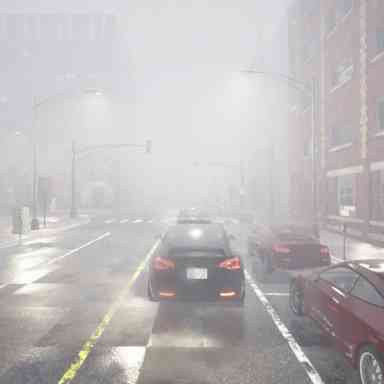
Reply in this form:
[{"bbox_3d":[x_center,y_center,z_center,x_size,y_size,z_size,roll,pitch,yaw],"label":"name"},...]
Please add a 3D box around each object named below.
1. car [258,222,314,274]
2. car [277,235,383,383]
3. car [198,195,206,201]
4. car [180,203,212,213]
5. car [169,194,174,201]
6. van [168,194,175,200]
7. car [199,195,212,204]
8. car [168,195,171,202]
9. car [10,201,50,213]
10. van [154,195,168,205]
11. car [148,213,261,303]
[{"bbox_3d":[2.827,1.585,10.253,1.802,1.307,4.206,1,0,0],"label":"car"},{"bbox_3d":[2.663,1.583,4.597,1.802,1.307,4.206,1,0,0],"label":"car"},{"bbox_3d":[2.612,1.597,87.768,1.947,1.339,4.313,1,0,0],"label":"car"},{"bbox_3d":[0.083,1.552,17.570,2.033,1.411,5.357,0,0,-1],"label":"car"},{"bbox_3d":[-5.757,1.607,76.494,1.802,1.307,4.206,1,0,0],"label":"car"},{"bbox_3d":[-5.771,1.376,93.451,1.690,1.788,3.998,1,0,0],"label":"van"},{"bbox_3d":[2.641,1.544,59.677,1.752,1.417,4.829,1,0,0],"label":"car"},{"bbox_3d":[-5.746,1.603,65.189,1.802,1.307,4.206,1,0,0],"label":"car"},{"bbox_3d":[-18.750,1.730,38.614,4.313,1.339,1.947,0,-1,0],"label":"car"},{"bbox_3d":[-5.736,1.359,59.537,1.690,1.788,3.998,1,0,0],"label":"van"},{"bbox_3d":[0.092,1.506,8.298,2.163,1.488,4.792,0,0,0],"label":"car"}]
